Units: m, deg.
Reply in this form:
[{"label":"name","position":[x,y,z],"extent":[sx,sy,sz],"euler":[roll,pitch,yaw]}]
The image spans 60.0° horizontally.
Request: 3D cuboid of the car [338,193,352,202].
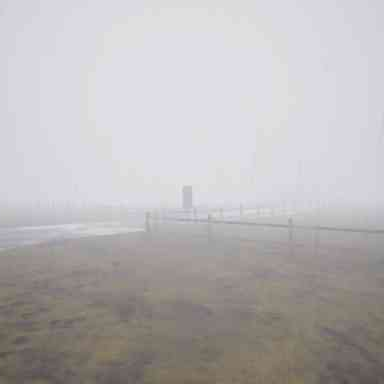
[{"label":"car","position":[38.971,1.730,85.542],"extent":[2.033,1.411,5.357],"euler":[-2,0,36]}]
